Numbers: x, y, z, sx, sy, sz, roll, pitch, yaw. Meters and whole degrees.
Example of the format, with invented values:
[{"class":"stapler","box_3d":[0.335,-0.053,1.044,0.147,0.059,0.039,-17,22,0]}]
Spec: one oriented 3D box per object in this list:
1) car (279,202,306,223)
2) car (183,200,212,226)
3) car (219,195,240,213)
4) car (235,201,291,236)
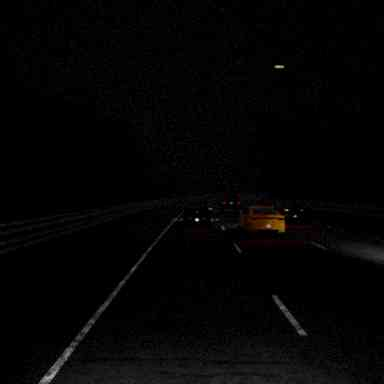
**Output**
[{"class":"car","box_3d":[7.442,1.536,26.221,2.128,1.511,4.902,0,0,1]},{"class":"car","box_3d":[0.384,1.541,23.914,1.837,1.490,4.892,0,0,1]},{"class":"car","box_3d":[4.307,1.312,38.006,2.150,2.045,5.566,0,0,2]},{"class":"car","box_3d":[3.777,1.501,18.704,1.882,1.535,5.008,0,0,1]}]
